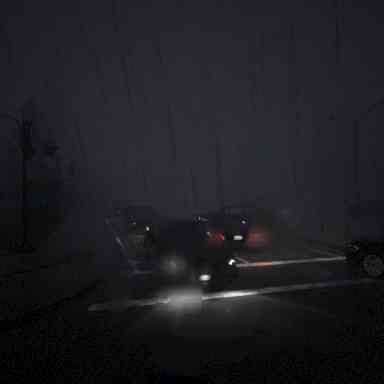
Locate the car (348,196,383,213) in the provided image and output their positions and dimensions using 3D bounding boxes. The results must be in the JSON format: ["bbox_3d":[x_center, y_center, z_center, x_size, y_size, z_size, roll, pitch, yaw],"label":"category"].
[{"bbox_3d":[15.633,1.356,29.149,1.970,1.475,3.806,0,0,-17],"label":"car"}]

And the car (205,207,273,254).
[{"bbox_3d":[1.355,1.538,13.383,2.033,1.411,5.357,0,0,-3],"label":"car"}]

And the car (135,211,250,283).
[{"bbox_3d":[-0.371,1.542,10.093,2.033,1.411,5.357,0,0,-14],"label":"car"}]

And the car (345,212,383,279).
[{"bbox_3d":[6.521,1.475,8.214,5.008,1.535,1.882,0,0,40],"label":"car"}]

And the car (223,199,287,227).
[{"bbox_3d":[2.861,1.466,19.887,5.357,1.411,2.033,-3,1,-15],"label":"car"}]

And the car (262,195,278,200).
[{"bbox_3d":[10.423,1.277,47.074,2.152,1.636,5.027,0,0,-17],"label":"car"}]

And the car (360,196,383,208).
[{"bbox_3d":[23.971,1.274,43.118,1.845,1.501,3.633,0,0,-17],"label":"car"}]

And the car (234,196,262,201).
[{"bbox_3d":[7.433,1.287,46.124,2.007,1.523,4.514,0,0,-17],"label":"car"}]

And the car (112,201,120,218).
[{"bbox_3d":[-6.222,1.514,30.091,2.033,1.411,5.357,0,0,-17],"label":"car"}]

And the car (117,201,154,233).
[{"bbox_3d":[-3.083,1.528,19.933,2.033,1.411,5.357,0,0,-17],"label":"car"}]
